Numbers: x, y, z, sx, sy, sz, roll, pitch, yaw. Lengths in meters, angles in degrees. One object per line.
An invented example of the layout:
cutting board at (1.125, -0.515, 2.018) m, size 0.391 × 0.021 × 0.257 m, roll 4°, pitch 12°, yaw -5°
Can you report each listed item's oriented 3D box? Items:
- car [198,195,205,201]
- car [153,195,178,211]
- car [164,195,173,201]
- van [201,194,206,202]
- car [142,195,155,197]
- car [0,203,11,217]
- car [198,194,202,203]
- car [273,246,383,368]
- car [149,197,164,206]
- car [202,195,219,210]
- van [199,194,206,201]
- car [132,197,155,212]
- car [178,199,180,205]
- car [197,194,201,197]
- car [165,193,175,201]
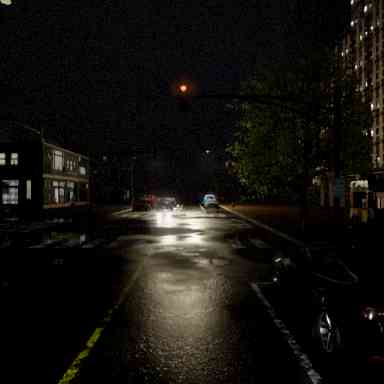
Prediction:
car at (2.578, 1.534, 88.371) m, size 1.752 × 1.417 × 4.829 m, roll 0°, pitch 0°, yaw 0°
car at (-3.145, 1.494, 40.006) m, size 2.128 × 1.511 × 4.902 m, roll 0°, pitch 0°, yaw 0°
car at (-5.795, 1.558, 82.636) m, size 2.008 × 1.369 × 4.403 m, roll 0°, pitch 0°, yaw 0°
van at (2.630, 1.345, 49.344) m, size 1.690 × 1.788 × 3.998 m, roll 0°, pitch 0°, yaw 0°
car at (-5.743, 1.318, 43.779) m, size 2.192 × 1.841 × 5.009 m, roll 0°, pitch 0°, yaw 0°
car at (-17.304, 1.371, 27.216) m, size 4.507 × 1.381 × 1.887 m, roll 1°, pitch -1°, yaw -1°
car at (2.614, 1.556, 60.446) m, size 2.008 × 1.369 × 4.403 m, roll 0°, pitch 0°, yaw 0°
car at (2.687, 1.566, 5.763) m, size 1.947 × 1.339 × 4.313 m, roll 0°, pitch 0°, yaw 0°
car at (-5.758, 1.555, 54.881) m, size 2.008 × 1.369 × 4.403 m, roll 0°, pitch 0°, yaw 0°
car at (2.636, 1.528, 43.962) m, size 1.752 × 1.417 × 4.829 m, roll 0°, pitch 0°, yaw 0°
van at (2.587, 1.349, 82.650) m, size 1.690 × 1.788 × 3.998 m, roll 0°, pitch 0°, yaw 0°
car at (-5.736, 1.584, 38.228) m, size 1.802 × 1.307 × 4.206 m, roll 0°, pitch 0°, yaw 0°
car at (-3.166, 1.567, 49.137) m, size 1.994 × 1.385 × 4.181 m, roll 0°, pitch 0°, yaw -1°
car at (2.600, 1.572, 71.548) m, size 1.947 × 1.339 × 4.313 m, roll 0°, pitch 0°, yaw 0°
car at (-5.802, 1.324, 88.187) m, size 2.192 × 1.841 × 5.009 m, roll 0°, pitch 0°, yaw 0°
